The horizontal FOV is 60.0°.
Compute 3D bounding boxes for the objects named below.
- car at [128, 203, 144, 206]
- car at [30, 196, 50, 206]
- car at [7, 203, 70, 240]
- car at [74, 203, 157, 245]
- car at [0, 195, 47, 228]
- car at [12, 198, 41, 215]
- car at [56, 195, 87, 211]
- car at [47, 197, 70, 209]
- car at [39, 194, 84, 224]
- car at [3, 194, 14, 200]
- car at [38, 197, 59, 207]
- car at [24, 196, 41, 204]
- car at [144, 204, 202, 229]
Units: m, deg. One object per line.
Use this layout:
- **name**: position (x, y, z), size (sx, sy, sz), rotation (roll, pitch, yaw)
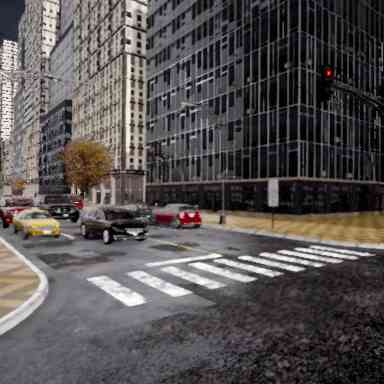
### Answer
- **car**: position (-4.556, 1.596, 26.880), size (2.008, 1.369, 4.403), rotation (1, -1, -36)
- **car**: position (-24.845, 1.452, 54.221), size (2.008, 1.369, 4.403), rotation (1, 0, -36)
- **car**: position (-8.013, 1.494, 17.064), size (1.752, 1.417, 4.829), rotation (1, -1, -36)
- **car**: position (-3.819, 1.515, 15.951), size (1.837, 1.490, 4.892), rotation (1, 0, -36)
- **car**: position (-11.457, 1.264, 21.790), size (2.192, 1.841, 5.009), rotation (1, -1, -36)
- **car**: position (-16.764, 1.436, 33.529), size (1.837, 1.490, 4.892), rotation (1, 0, -36)
- **car**: position (-14.737, 1.292, 40.523), size (2.192, 1.841, 5.009), rotation (1, -1, -36)
- **car**: position (-18.209, 1.477, 45.225), size (1.752, 1.417, 4.829), rotation (1, -1, -36)
- **car**: position (-10.106, 1.195, 24.464), size (2.150, 2.045, 5.566), rotation (1, 0, -37)
- **car**: position (-45.055, 1.281, 81.625), size (1.947, 1.339, 4.313), rotation (1, 0, -36)
- **car**: position (-21.476, 1.472, 49.654), size (1.887, 1.381, 4.507), rotation (1, 0, -36)
- **car**: position (-28.314, 1.398, 58.926), size (1.752, 1.417, 4.829), rotation (1, 0, -36)
- **car**: position (-1.160, 1.506, 22.329), size (1.967, 1.590, 4.097), rotation (1, -1, -36)
